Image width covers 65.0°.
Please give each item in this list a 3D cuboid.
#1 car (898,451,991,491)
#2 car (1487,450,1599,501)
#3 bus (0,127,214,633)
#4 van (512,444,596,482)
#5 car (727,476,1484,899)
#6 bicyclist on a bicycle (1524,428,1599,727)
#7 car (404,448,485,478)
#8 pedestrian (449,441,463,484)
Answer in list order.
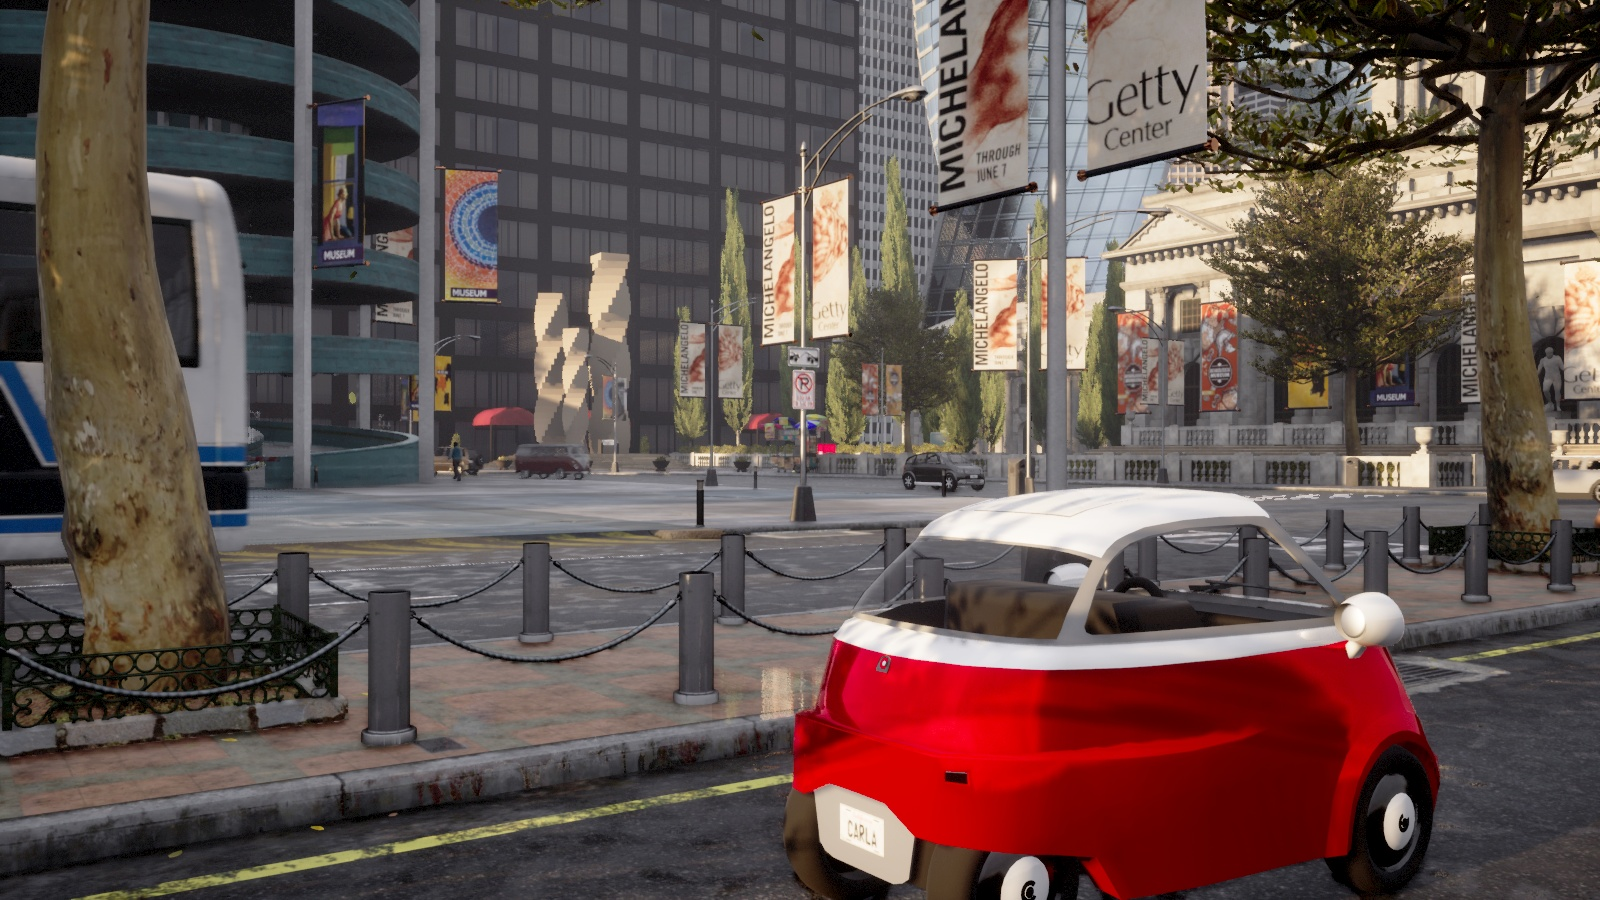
[{"bbox_3d":[5.841,0.836,51.122,1.789,1.549,3.705,0,0,-35],"label":"car"},{"bbox_3d":[23.318,0.754,38.131,1.970,1.475,3.806,0,0,-35],"label":"car"},{"bbox_3d":[-10.719,-0.584,10.203,10.273,4.253,3.944,0,0,-35],"label":"bus"},{"bbox_3d":[-13.380,0.693,68.281,4.442,1.987,1.775,0,0,31],"label":"van"},{"bbox_3d":[1.080,0.808,4.410,2.207,1.376,1.481,0,0,-35],"label":"car"},{"bbox_3d":[4.964,0.688,7.177,1.509,1.612,0.866,0,0,-35],"label":"bicyclist on a bicycle"},{"bbox_3d":[-22.588,0.805,79.841,4.605,1.855,1.932,0,0,15],"label":"car"},{"bbox_3d":[-15.760,0.576,57.529,0.396,1.930,0.692,0,0,-39],"label":"pedestrian"}]
